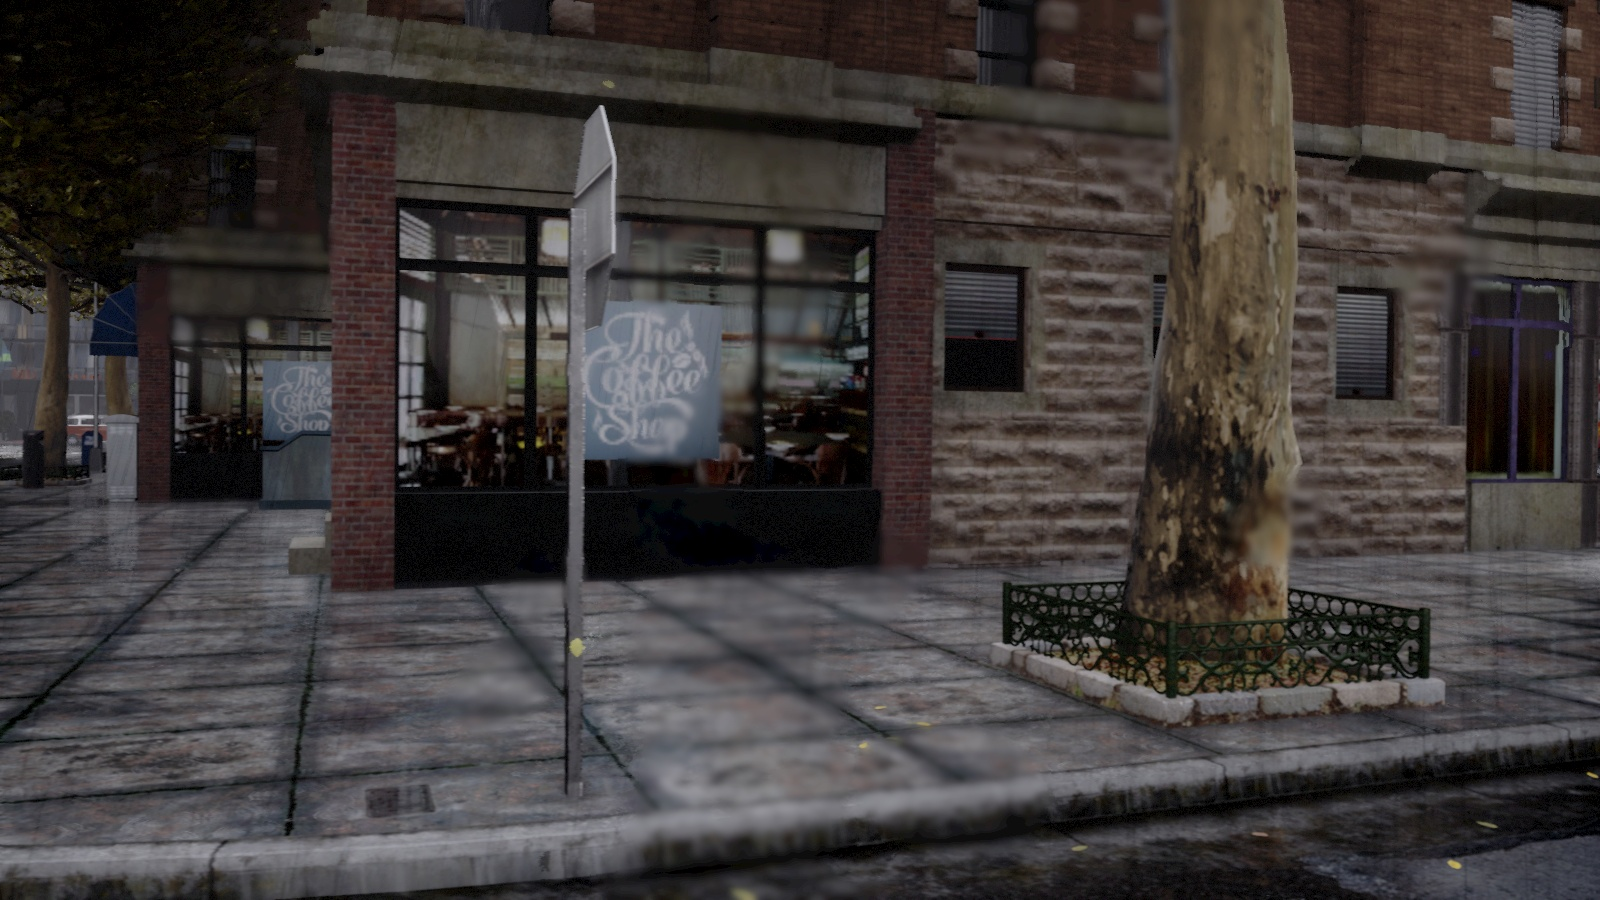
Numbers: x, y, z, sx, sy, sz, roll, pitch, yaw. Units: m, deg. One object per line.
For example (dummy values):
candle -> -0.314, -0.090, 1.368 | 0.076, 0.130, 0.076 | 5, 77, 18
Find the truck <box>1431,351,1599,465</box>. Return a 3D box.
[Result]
truck -> 27.353, -1.473, 45.335 | 2.891, 3.827, 8.468 | -1, 1, -20

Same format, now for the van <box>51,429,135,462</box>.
van -> -45.785, -0.289, 81.437 | 4.480, 2.038, 2.069 | -1, 1, -20
